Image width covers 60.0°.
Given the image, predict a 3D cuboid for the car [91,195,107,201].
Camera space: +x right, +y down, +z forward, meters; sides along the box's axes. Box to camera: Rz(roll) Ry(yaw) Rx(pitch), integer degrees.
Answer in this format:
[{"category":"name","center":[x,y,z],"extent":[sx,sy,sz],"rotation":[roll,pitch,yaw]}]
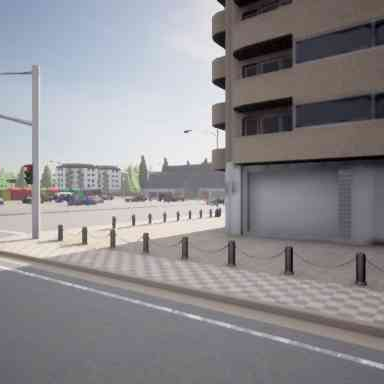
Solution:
[{"category":"car","center":[-24.192,1.450,86.699],"extent":[1.970,1.475,3.806],"rotation":[0,0,35]}]

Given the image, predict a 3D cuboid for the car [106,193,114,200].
[{"category":"car","center":[-21.835,1.211,85.018],"extent":[1.905,1.878,3.866],"rotation":[0,0,35]}]

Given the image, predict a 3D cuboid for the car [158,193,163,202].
[{"category":"car","center":[-5.797,1.210,73.709],"extent":[1.905,1.878,3.866],"rotation":[0,0,35]}]

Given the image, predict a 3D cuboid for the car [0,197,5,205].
[{"category":"car","center":[-31.532,1.449,52.023],"extent":[1.970,1.475,3.806],"rotation":[0,0,35]}]

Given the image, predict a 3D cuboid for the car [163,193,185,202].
[{"category":"car","center":[-3.467,1.207,71.992],"extent":[1.932,1.855,4.605],"rotation":[0,0,35]}]

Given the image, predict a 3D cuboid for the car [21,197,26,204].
[{"category":"car","center":[-34.269,1.418,72.432],"extent":[1.784,1.438,3.905],"rotation":[0,0,35]}]

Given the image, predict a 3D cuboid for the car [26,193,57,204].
[{"category":"car","center":[-31.942,1.207,70.706],"extent":[1.932,1.855,4.605],"rotation":[0,0,35]}]

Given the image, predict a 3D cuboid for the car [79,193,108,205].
[{"category":"car","center":[-18.098,1.449,61.016],"extent":[1.970,1.475,3.806],"rotation":[0,0,35]}]

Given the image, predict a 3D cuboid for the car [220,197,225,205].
[{"category":"car","center":[7.224,1.618,56.683],"extent":[1.837,1.490,4.892],"rotation":[0,0,35]}]

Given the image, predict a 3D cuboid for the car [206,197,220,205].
[{"category":"car","center":[4.360,1.582,58.695],"extent":[2.128,1.511,4.902],"rotation":[0,0,35]}]
